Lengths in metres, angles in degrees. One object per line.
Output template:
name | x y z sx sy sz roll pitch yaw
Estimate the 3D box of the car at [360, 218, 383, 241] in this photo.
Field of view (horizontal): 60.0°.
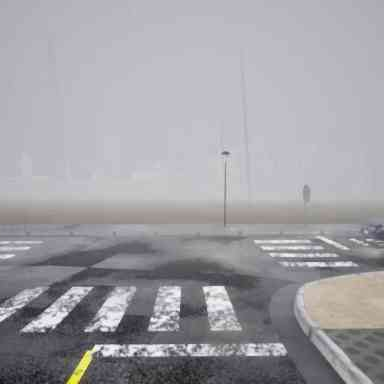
car | 9.823 1.446 14.461 4.674 1.442 1.812 0 4 -4
